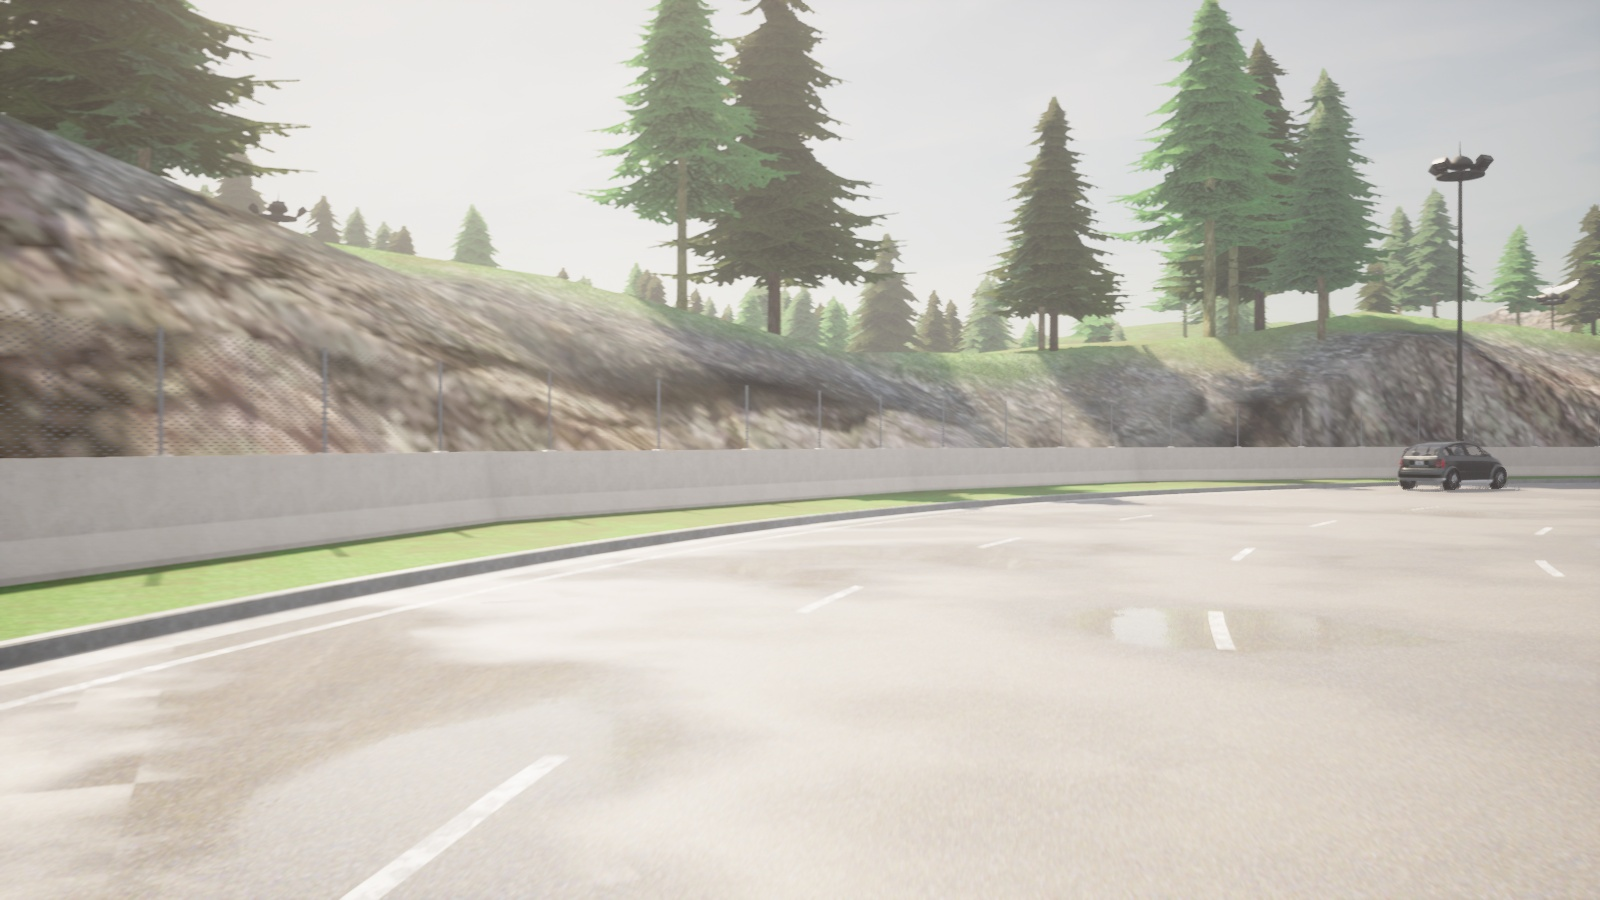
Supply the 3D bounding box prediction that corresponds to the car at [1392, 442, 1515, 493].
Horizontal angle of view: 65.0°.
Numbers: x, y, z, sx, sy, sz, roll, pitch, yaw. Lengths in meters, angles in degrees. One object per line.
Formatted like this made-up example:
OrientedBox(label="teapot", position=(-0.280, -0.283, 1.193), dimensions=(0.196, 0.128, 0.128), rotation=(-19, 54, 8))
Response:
OrientedBox(label="car", position=(21.020, 0.535, 40.366), dimensions=(3.705, 1.549, 1.789), rotation=(0, 0, -30))
